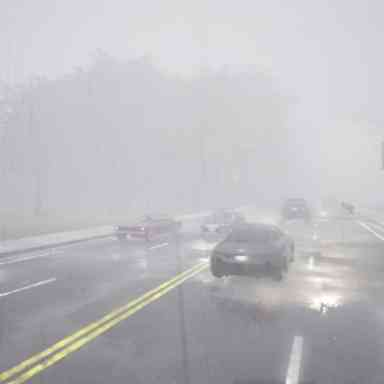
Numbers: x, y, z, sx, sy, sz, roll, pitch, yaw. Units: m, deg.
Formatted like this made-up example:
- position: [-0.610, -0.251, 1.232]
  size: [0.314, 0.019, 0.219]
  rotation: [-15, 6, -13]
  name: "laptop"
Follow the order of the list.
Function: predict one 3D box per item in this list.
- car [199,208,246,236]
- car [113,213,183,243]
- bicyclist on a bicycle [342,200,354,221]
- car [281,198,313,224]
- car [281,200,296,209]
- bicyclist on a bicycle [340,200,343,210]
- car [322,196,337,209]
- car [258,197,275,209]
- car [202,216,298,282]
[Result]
- position: [1.936, 1.721, 19.652]
  size: [2.128, 1.511, 4.902]
  rotation: [-1, -1, 21]
  name: "car"
- position: [-2.222, 1.839, 17.925]
  size: [1.895, 1.301, 4.718]
  rotation: [-1, -1, 21]
  name: "car"
- position: [12.730, 1.608, 26.746]
  size: [0.659, 1.776, 1.843]
  rotation: [-1, -1, 21]
  name: "bicyclist on a bicycle"
- position: [8.700, 1.499, 27.539]
  size: [2.150, 2.045, 5.566]
  rotation: [-1, -1, 21]
  name: "car"
- position: [16.762, 2.158, 57.676]
  size: [2.033, 1.411, 5.357]
  rotation: [-1, -1, 22]
  name: "car"
- position: [16.063, 1.692, 35.319]
  size: [0.659, 1.776, 1.843]
  rotation: [-1, -1, 21]
  name: "bicyclist on a bicycle"
- position: [23.715, 1.777, 57.169]
  size: [2.150, 2.045, 5.566]
  rotation: [-1, -1, 20]
  name: "car"
- position: [12.651, 1.839, 56.136]
  size: [2.150, 2.045, 5.566]
  rotation: [-1, -1, 22]
  name: "car"
- position: [2.011, 1.677, 10.323]
  size: [1.994, 1.385, 4.181]
  rotation: [-1, -1, 21]
  name: "car"
